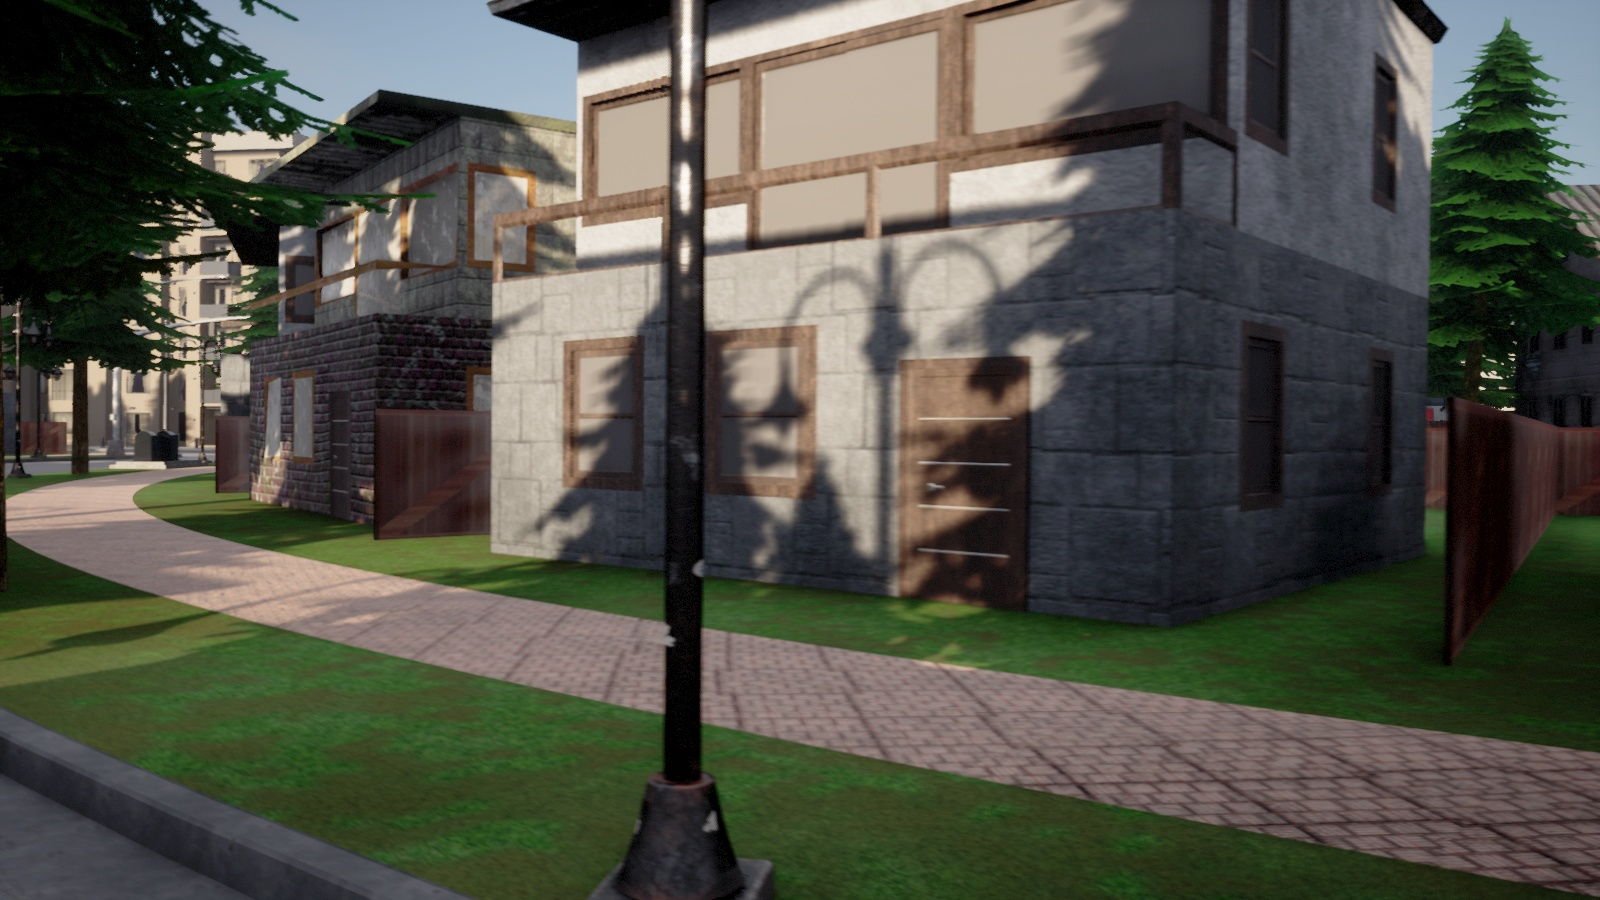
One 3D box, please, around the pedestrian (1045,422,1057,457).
[{"bbox_3d":[13.498,-0.576,67.488,0.634,1.846,0.331,0,1,8],"label":"pedestrian"}]
